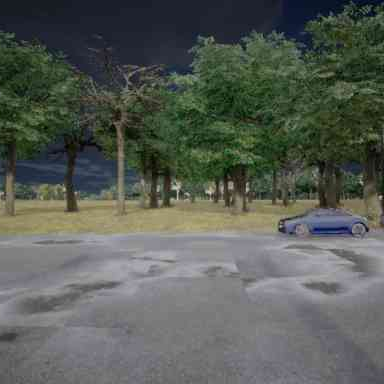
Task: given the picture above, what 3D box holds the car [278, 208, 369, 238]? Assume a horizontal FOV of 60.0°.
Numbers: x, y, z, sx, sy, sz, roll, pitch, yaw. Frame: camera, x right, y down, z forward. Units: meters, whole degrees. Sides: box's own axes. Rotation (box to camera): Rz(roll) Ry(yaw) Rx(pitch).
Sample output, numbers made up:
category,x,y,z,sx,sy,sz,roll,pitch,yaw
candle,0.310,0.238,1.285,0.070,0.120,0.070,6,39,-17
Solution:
category,x,y,z,sx,sy,sz,roll,pitch,yaw
car,6.459,1.510,16.625,4.181,1.385,1.994,-1,-2,2
